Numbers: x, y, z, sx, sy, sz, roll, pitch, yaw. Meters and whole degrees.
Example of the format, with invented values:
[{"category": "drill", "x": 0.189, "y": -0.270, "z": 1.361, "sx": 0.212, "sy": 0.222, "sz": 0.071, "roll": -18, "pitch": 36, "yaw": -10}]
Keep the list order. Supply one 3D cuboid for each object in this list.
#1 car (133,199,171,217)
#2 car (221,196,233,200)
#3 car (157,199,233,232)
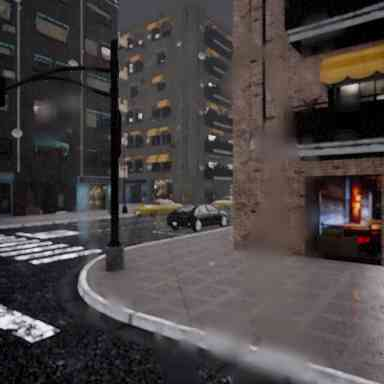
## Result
[{"category": "car", "x": -2.737, "y": 1.242, "z": 27.497, "sx": 1.752, "sy": 1.417, "sz": 4.829, "roll": 1, "pitch": 1, "yaw": 36}, {"category": "car", "x": 3.931, "y": 1.101, "z": 36.671, "sx": 1.752, "sy": 1.417, "sz": 4.829, "roll": 1, "pitch": 1, "yaw": 36}, {"category": "car", "x": 0.421, "y": 1.327, "z": 18.439, "sx": 2.008, "sy": 1.369, "sz": 4.403, "roll": 1, "pitch": 1, "yaw": 36}]
